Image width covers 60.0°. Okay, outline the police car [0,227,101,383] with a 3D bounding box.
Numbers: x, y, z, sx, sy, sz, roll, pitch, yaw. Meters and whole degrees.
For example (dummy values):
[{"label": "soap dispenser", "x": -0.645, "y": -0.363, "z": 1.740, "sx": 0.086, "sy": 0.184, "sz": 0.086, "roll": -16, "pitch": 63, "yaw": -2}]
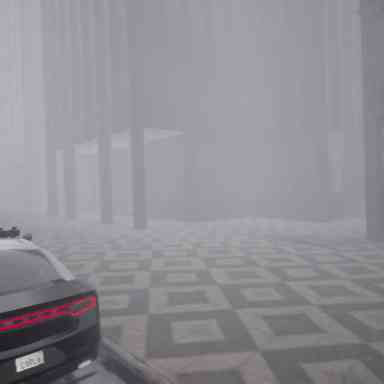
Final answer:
[{"label": "police car", "x": -3.257, "y": 1.386, "z": 5.050, "sx": 1.930, "sy": 1.638, "sz": 5.238, "roll": -2, "pitch": 2, "yaw": -42}]
